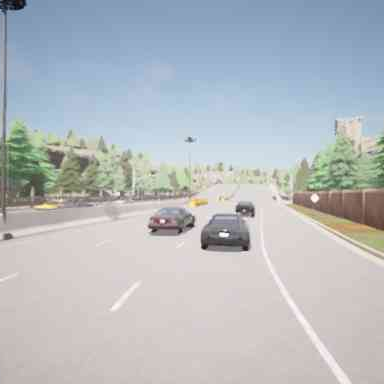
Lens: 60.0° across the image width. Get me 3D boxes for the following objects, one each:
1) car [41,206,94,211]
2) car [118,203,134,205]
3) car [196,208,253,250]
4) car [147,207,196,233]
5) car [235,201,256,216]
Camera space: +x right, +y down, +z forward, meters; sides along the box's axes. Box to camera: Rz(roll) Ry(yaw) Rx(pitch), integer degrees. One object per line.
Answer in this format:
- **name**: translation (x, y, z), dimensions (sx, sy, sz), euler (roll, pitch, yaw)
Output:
- **car**: translation (-10.198, 1.503, 28.531), dimensions (2.128, 1.511, 4.902), euler (0, 0, 12)
- **car**: translation (-11.406, 1.698, 56.653), dimensions (1.895, 1.301, 4.718), euler (0, 0, 12)
- **car**: translation (1.567, 1.629, 14.787), dimensions (1.994, 1.385, 4.181), euler (0, 0, 9)
- **car**: translation (-1.067, 1.608, 20.012), dimensions (2.033, 1.411, 5.357), euler (0, 0, 12)
- **car**: translation (5.509, 1.644, 34.399), dimensions (1.882, 1.535, 5.008), euler (0, 0, 12)
